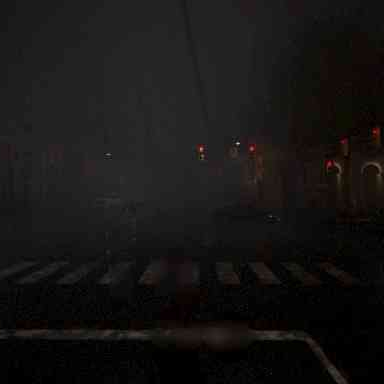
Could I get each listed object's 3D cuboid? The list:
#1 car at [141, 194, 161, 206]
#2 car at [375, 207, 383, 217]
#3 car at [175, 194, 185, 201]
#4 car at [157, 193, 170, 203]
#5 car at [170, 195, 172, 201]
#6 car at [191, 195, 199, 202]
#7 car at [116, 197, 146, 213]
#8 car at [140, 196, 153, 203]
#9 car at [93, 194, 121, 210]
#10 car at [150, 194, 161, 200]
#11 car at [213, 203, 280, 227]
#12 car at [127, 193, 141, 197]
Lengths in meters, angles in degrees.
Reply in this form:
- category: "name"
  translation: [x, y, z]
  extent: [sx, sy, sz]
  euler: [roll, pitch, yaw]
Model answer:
- category: "car"
  translation: [-6.719, 1.478, 54.160]
  extent: [1.882, 1.535, 5.008]
  euler: [0, 0, 1]
- category: "car"
  translation: [18.595, 1.526, 29.174]
  extent: [4.674, 1.442, 1.812]
  euler: [0, 0, 1]
- category: "car"
  translation: [-2.781, 1.279, 78.628]
  extent: [2.097, 1.767, 4.553]
  euler: [0, 0, 1]
- category: "car"
  translation: [-6.438, 1.225, 69.623]
  extent: [2.150, 2.045, 5.566]
  euler: [0, 0, 1]
- category: "car"
  translation: [-6.177, 1.502, 84.640]
  extent: [2.128, 1.511, 4.902]
  euler: [0, 0, 1]
- category: "car"
  translation: [0.719, 1.450, 78.599]
  extent: [2.128, 1.511, 4.902]
  euler: [0, 0, 1]
- category: "car"
  translation: [-6.844, 1.601, 37.585]
  extent: [1.895, 1.301, 4.718]
  euler: [0, 0, 0]
- category: "car"
  translation: [-9.891, 1.540, 72.347]
  extent: [2.033, 1.411, 5.357]
  euler: [0, 0, 1]
- category: "car"
  translation: [-10.712, 1.223, 42.781]
  extent: [2.150, 2.045, 5.566]
  euler: [0, 0, 8]
- category: "car"
  translation: [-9.621, 1.289, 87.935]
  extent: [2.033, 1.411, 5.357]
  euler: [0, 0, 1]
- category: "car"
  translation: [3.701, 1.526, 22.972]
  extent: [4.674, 1.442, 1.812]
  euler: [0, 1, 31]
- category: "car"
  translation: [-10.174, 1.223, 59.236]
  extent: [2.150, 2.045, 5.566]
  euler: [0, 0, 1]
